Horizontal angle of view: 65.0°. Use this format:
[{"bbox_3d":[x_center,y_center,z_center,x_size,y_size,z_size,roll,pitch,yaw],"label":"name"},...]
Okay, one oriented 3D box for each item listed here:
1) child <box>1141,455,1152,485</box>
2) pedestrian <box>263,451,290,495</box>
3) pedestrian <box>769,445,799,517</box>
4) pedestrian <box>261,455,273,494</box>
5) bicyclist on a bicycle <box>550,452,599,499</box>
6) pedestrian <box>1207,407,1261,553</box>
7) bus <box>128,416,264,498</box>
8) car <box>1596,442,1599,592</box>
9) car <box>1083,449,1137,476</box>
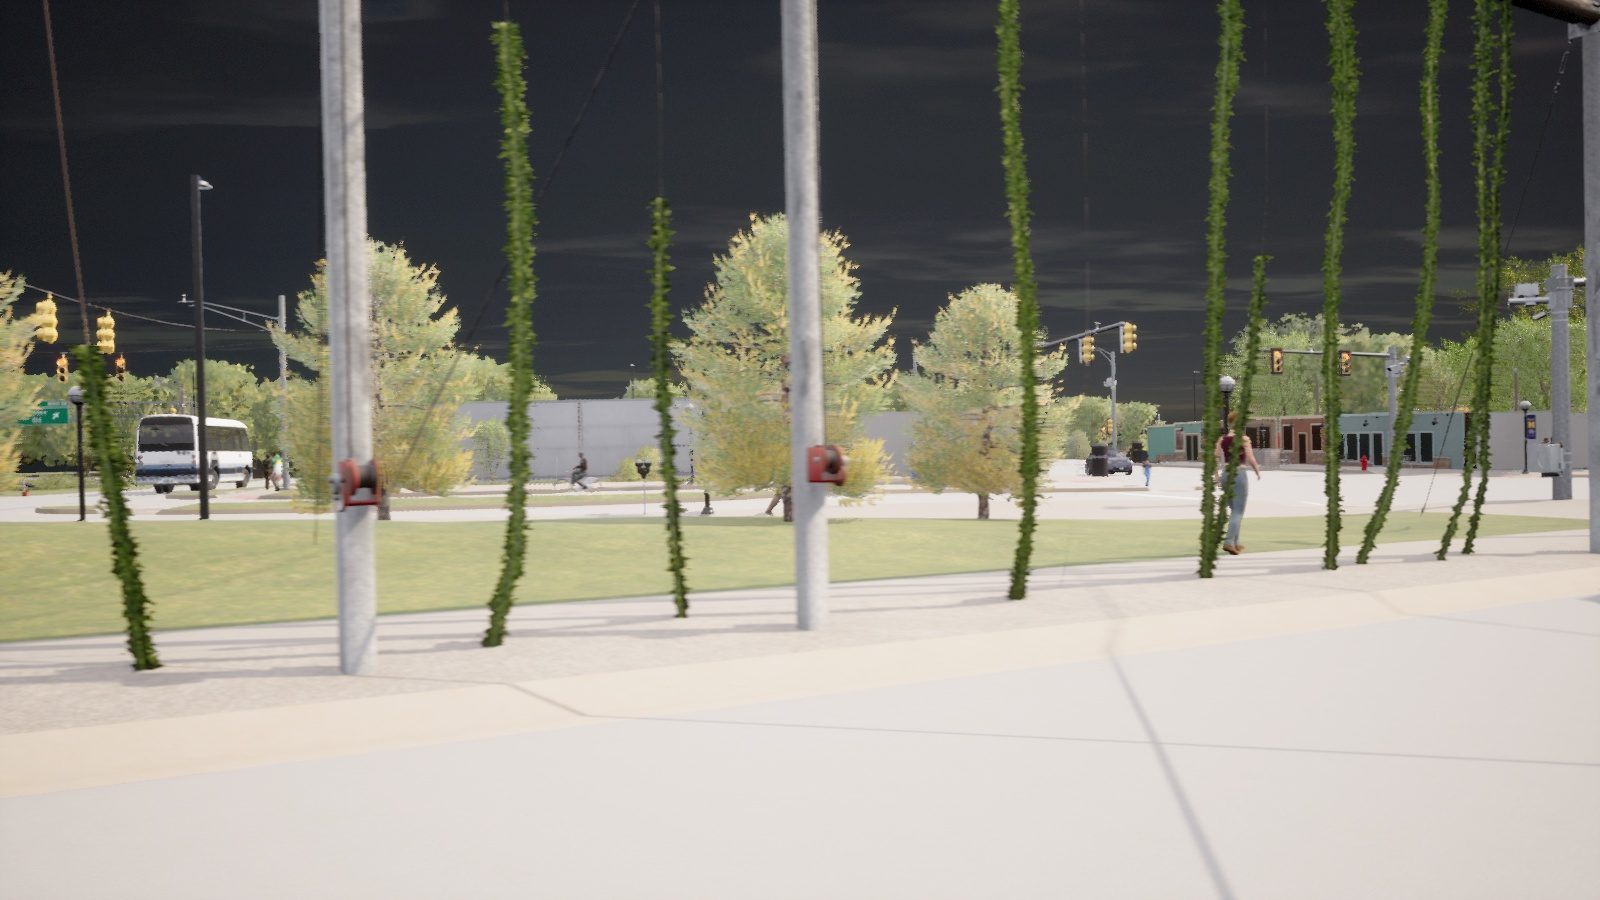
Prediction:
[{"bbox_3d":[14.663,0.830,53.158,0.270,1.263,0.437,-2,1,-6],"label":"child"},{"bbox_3d":[-23.765,1.045,57.028,0.873,1.952,0.659,-1,1,22],"label":"pedestrian"},{"bbox_3d":[-0.424,0.809,33.109,0.694,1.848,0.540,-2,1,-8],"label":"pedestrian"},{"bbox_3d":[-26.791,1.201,63.127,0.395,1.930,0.692,-2,1,-11],"label":"pedestrian"},{"bbox_3d":[-8.824,0.984,49.258,1.843,1.776,0.659,-1,0,-8],"label":"bicyclist on a bicycle"},{"bbox_3d":[5.581,0.373,16.139,0.594,1.836,0.345,-2,1,-37],"label":"pedestrian"},{"bbox_3d":[-34.289,0.397,71.856,3.944,4.253,10.273,-2,0,-8],"label":"bus"},{"bbox_3d":[10.665,0.652,12.996,4.902,1.511,2.128,0,0,-31],"label":"car"},{"bbox_3d":[18.185,0.700,73.825,1.845,1.501,3.633,-2,0,-8],"label":"car"}]
